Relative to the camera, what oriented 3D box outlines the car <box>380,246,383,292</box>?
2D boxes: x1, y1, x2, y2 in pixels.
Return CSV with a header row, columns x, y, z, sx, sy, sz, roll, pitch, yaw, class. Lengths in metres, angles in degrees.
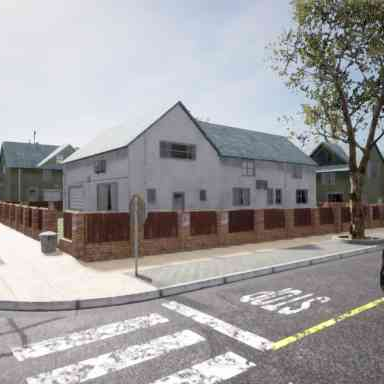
x,y,z,sx,sy,sz,roll,pitch,yaw,class
6.097,1.329,7.060,5.566,2.045,2.150,1,-2,-38,car
